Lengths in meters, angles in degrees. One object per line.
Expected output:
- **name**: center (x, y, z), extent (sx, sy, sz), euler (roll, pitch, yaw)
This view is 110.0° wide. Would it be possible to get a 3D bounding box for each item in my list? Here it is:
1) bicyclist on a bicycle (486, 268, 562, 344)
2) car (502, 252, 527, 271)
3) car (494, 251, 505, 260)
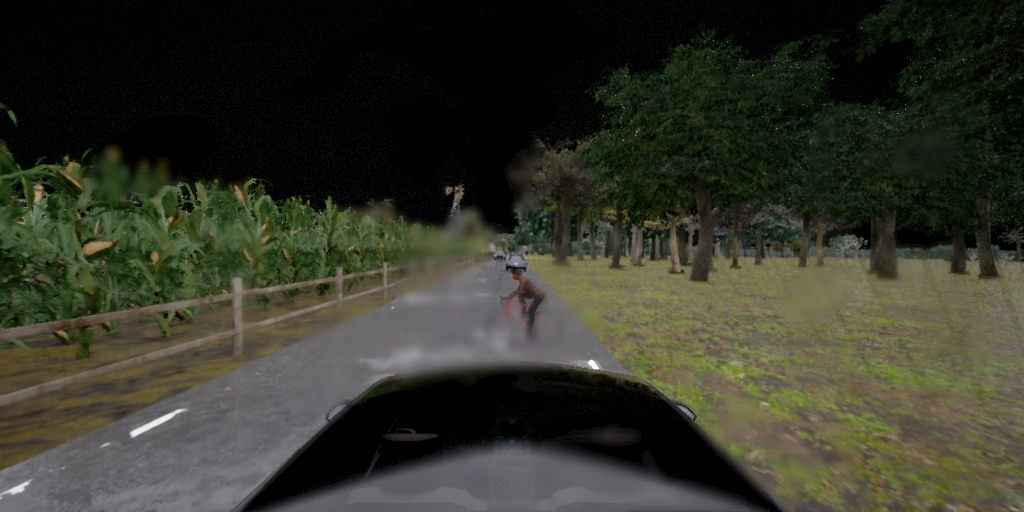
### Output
- **bicyclist on a bicycle**: center (0.251, 1.078, 7.716), extent (1.656, 1.620, 0.582), euler (0, 1, 1)
- **car**: center (0.416, 0.633, 34.103), extent (1.994, 1.385, 4.181), euler (0, 1, 1)
- **car**: center (-2.065, -0.165, 62.781), extent (2.097, 1.767, 4.553), euler (0, 1, 1)
